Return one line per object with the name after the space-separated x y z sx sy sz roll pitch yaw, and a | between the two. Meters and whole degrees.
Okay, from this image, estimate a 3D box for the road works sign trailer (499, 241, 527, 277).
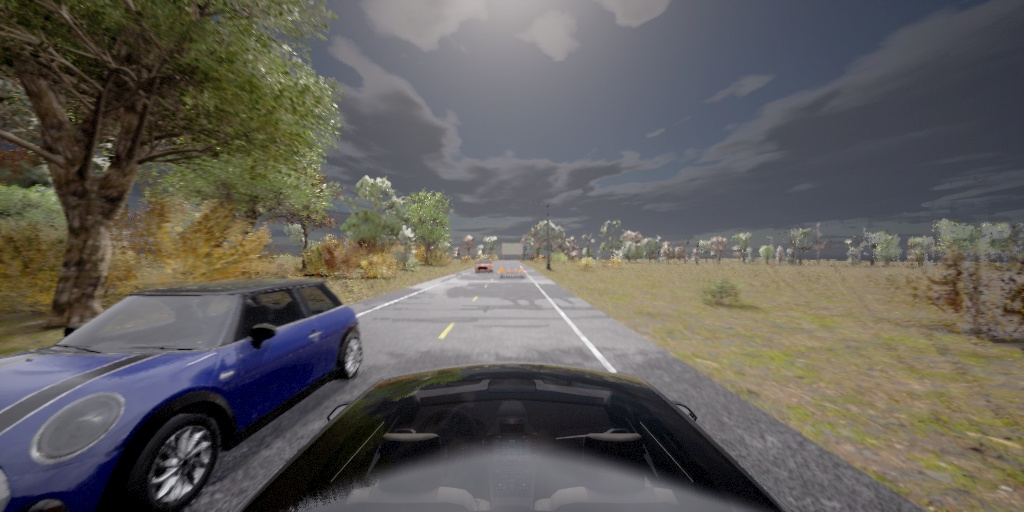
0.001 0.288 36.604 2.380 3.560 2.880 0 0 0 | road works sign trailer

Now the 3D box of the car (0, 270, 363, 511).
-3.599 1.107 4.209 2.097 1.767 4.553 0 0 0 | car

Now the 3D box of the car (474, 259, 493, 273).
-3.565 1.196 45.817 2.097 1.767 4.553 0 0 0 | car
